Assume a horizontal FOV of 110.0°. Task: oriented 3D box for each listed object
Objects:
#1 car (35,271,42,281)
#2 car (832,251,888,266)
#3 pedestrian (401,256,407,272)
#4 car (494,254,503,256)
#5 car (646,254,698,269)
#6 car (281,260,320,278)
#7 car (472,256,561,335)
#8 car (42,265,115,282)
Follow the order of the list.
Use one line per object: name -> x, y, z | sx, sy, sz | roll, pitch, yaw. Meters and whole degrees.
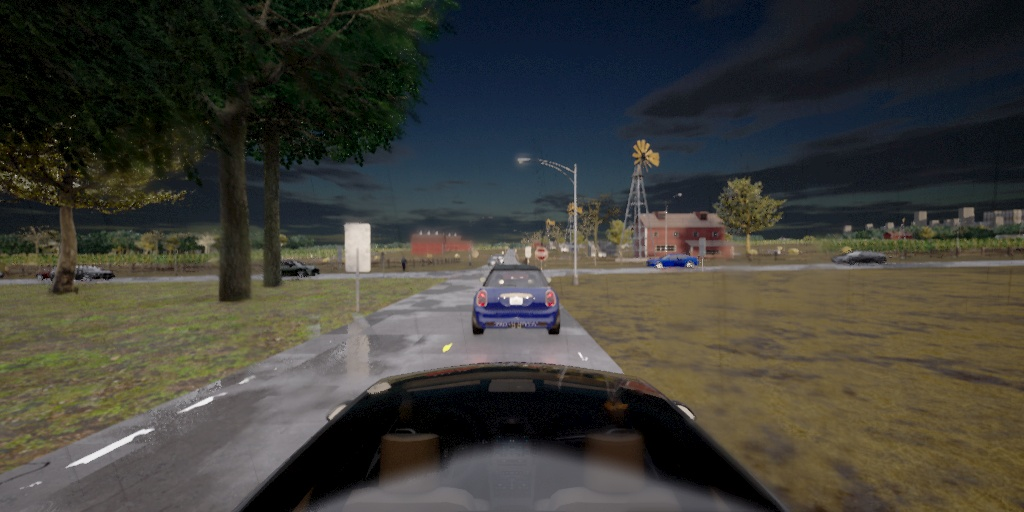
car -> -46.352, 1.689, 37.278 | 5.008, 1.535, 1.882 | -1, 2, 1
car -> 35.679, 0.181, 36.813 | 4.674, 1.442, 1.812 | -1, 2, 0
pedestrian -> -12.125, 0.835, 40.142 | 0.375, 1.860, 0.375 | 0, 3, 0
car -> -2.791, 0.812, 55.011 | 2.128, 1.511, 4.902 | 0, 0, 0
car -> 16.427, 0.523, 36.938 | 5.008, 1.535, 1.882 | -1, 2, 0
car -> -20.932, 1.191, 34.228 | 4.553, 1.767, 2.097 | -1, 2, 0
car -> 0.101, 1.009, 10.272 | 2.097, 1.767, 4.553 | 0, 1, 0
car -> -41.173, 1.704, 34.375 | 4.892, 1.490, 1.837 | -1, 2, 1
